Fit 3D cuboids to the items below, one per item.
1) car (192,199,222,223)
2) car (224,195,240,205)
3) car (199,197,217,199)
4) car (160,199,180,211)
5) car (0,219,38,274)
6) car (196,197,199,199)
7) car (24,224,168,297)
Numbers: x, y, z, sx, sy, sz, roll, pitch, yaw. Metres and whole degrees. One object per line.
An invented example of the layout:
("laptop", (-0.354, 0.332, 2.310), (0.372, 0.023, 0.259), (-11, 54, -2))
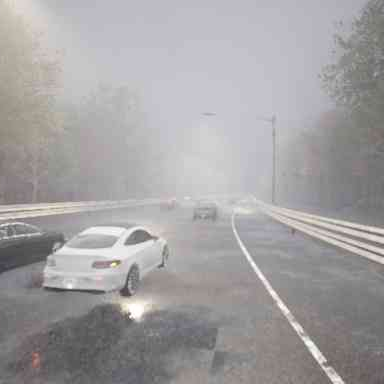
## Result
("car", (1.240, 1.639, 27.451), (2.128, 1.511, 4.902), (0, 0, 10))
("car", (8.577, 1.919, 70.828), (2.033, 1.411, 5.357), (0, 0, 10))
("car", (2.790, 1.885, 57.600), (1.895, 1.301, 4.718), (0, 0, 10))
("car", (-2.995, 1.710, 44.393), (1.812, 1.442, 4.674), (0, 0, 10))
("car", (-5.386, 1.506, 9.232), (2.128, 1.511, 4.902), (1, 0, 10))
("car", (1.677, 1.851, 72.004), (2.128, 1.511, 4.902), (0, 0, 10))
("car", (-1.944, 1.563, 8.647), (1.812, 1.442, 4.674), (0, 0, 10))
